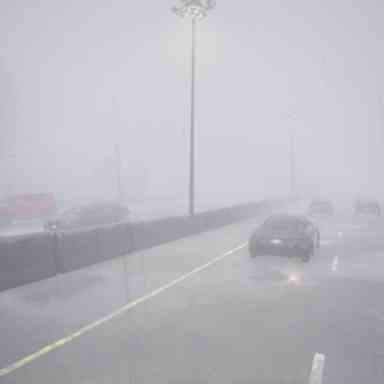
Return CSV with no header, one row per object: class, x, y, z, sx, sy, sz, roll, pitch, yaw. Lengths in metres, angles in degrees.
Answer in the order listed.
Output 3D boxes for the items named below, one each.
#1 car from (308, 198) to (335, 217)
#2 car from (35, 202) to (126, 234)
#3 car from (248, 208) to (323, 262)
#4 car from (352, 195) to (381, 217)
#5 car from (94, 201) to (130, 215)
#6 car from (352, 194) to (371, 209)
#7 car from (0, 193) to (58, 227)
car,11.138,1.235,28.611,2.128,1.511,4.902,0,1,25
car,-5.749,1.452,17.702,1.994,1.385,4.181,0,1,25
car,3.470,1.497,12.153,1.994,1.385,4.181,0,0,25
car,14.970,1.211,28.546,1.882,1.535,5.008,0,1,25
car,-6.646,1.377,24.064,2.033,1.411,5.357,0,1,25
car,19.881,1.068,39.093,1.812,1.442,4.674,0,1,25
car,-11.484,1.074,21.966,2.150,2.045,5.566,0,1,25
